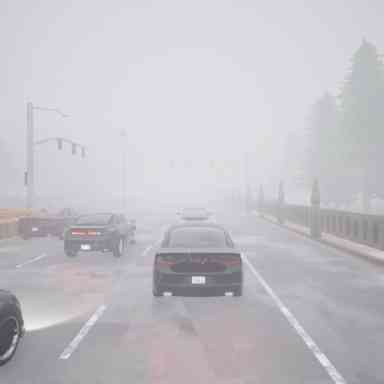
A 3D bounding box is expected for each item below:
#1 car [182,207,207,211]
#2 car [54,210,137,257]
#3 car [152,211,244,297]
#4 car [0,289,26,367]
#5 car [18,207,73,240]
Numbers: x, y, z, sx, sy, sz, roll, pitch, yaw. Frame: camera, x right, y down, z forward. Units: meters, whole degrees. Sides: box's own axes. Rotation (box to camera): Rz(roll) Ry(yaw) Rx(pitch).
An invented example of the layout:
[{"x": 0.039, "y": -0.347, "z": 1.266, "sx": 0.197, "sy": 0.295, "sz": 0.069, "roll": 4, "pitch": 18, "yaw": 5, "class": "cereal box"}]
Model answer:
[{"x": 0.130, "y": 1.526, "z": 17.965, "sx": 1.812, "sy": 1.442, "sz": 4.674, "roll": 0, "pitch": 0, "yaw": 0, "class": "car"}, {"x": -3.379, "y": 1.505, "z": 12.976, "sx": 1.837, "sy": 1.490, "sz": 4.892, "roll": 0, "pitch": 0, "yaw": 0, "class": "car"}, {"x": 0.117, "y": 1.478, "z": 8.629, "sx": 1.882, "sy": 1.535, "sz": 5.008, "roll": 0, "pitch": 0, "yaw": 0, "class": "car"}, {"x": -3.393, "y": 1.564, "z": 3.103, "sx": 1.994, "sy": 1.385, "sz": 4.181, "roll": 0, "pitch": 0, "yaw": 0, "class": "car"}, {"x": -6.905, "y": 1.478, "z": 17.010, "sx": 1.882, "sy": 1.535, "sz": 5.008, "roll": 0, "pitch": 0, "yaw": -1, "class": "car"}]
